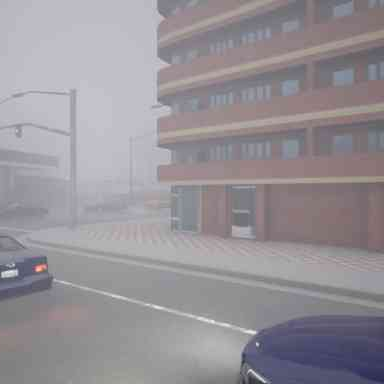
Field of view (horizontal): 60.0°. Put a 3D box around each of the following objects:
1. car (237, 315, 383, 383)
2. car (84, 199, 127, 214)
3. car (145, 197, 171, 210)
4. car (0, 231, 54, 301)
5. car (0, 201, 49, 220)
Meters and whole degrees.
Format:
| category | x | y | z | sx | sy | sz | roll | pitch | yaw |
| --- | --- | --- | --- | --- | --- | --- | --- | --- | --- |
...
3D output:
| category | x | y | z | sx | sy | sz | roll | pitch | yaw |
| --- | --- | --- | --- | --- | --- | --- | --- | --- | --- |
| car | 2.548 | 1.536 | 2.176 | 4.674 | 1.442 | 1.812 | 0 | 0 | 35 |
| car | -9.202 | 1.494 | 35.609 | 1.882 | 1.535 | 5.008 | 0 | 0 | 34 |
| car | -4.011 | 1.389 | 43.221 | 2.097 | 1.767 | 4.553 | 0 | 0 | 34 |
| car | -5.305 | 1.545 | 7.672 | 5.357 | 1.411 | 2.033 | 0 | 0 | 38 |
| car | -14.393 | 1.523 | 27.967 | 1.812 | 1.442 | 4.674 | 0 | 0 | 34 |
